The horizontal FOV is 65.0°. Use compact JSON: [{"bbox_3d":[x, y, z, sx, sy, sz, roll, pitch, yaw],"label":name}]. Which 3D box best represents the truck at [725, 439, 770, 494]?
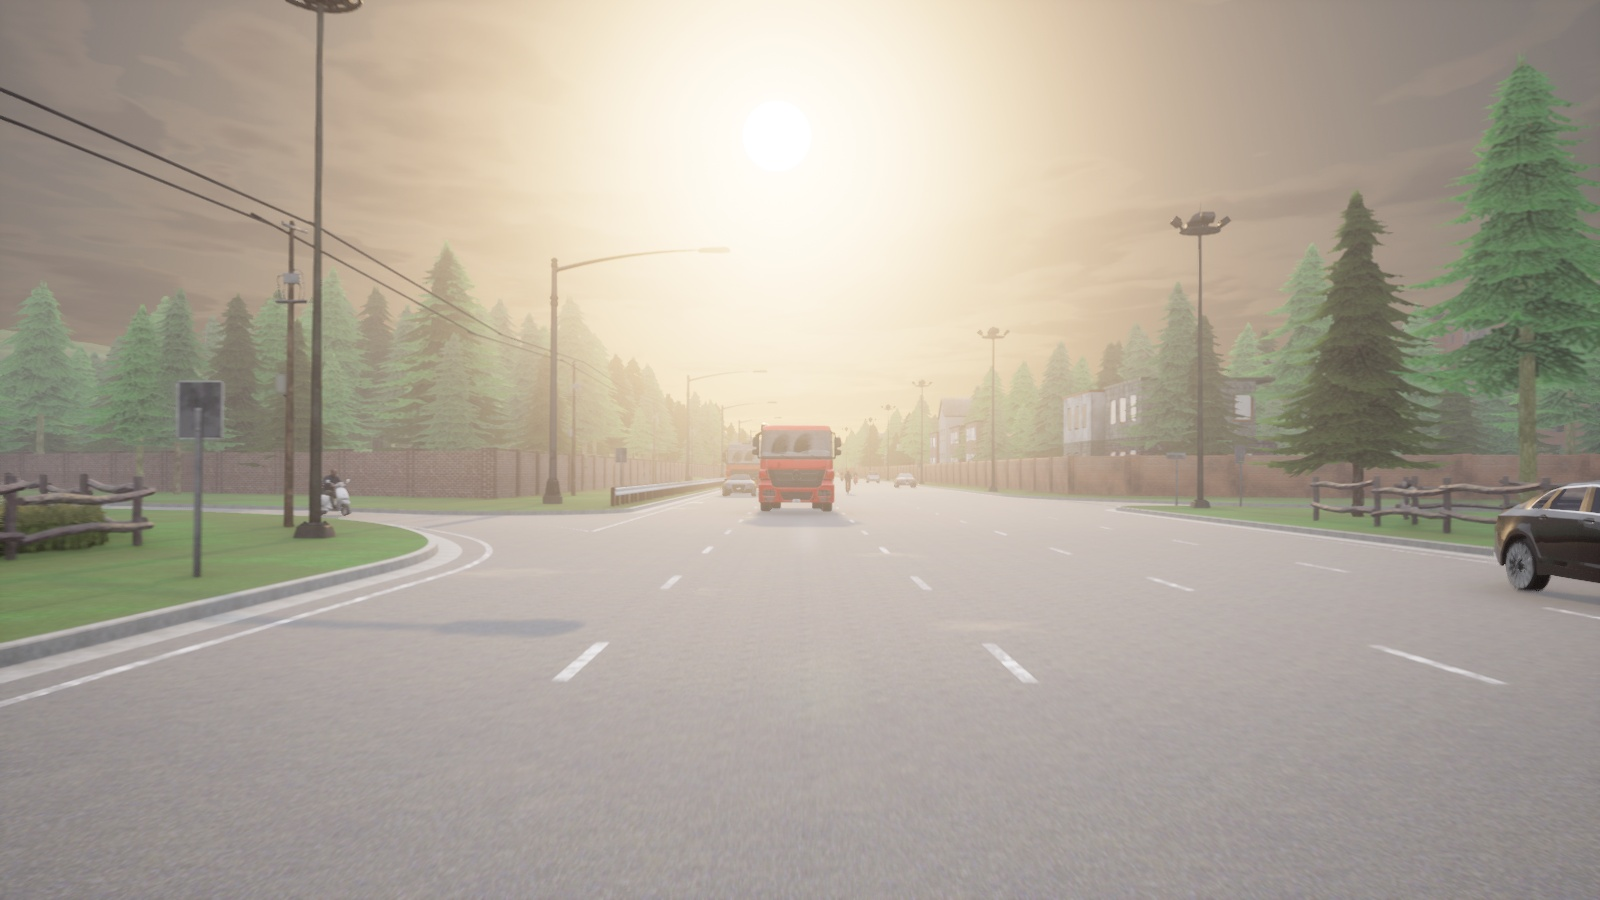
[{"bbox_3d":[-3.727,1.210,90.808,2.891,3.827,8.468,0,-1,0],"label":"truck"}]

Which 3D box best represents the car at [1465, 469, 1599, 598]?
[{"bbox_3d":[10.462,0.990,15.272,2.128,1.511,4.902,0,-1,0],"label":"car"}]

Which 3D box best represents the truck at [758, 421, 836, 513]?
[{"bbox_3d":[-0.129,0.702,51.012,2.891,3.462,7.936,0,-1,0],"label":"truck"}]

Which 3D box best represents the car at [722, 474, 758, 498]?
[{"bbox_3d":[-3.690,2.219,77.913,1.994,1.385,4.181,0,-1,0],"label":"car"}]

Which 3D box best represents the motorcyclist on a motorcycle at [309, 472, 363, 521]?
[{"bbox_3d":[-15.598,1.549,42.229,1.817,1.590,0.866,-1,-1,37],"label":"motorcyclist on a motorcycle"}]
